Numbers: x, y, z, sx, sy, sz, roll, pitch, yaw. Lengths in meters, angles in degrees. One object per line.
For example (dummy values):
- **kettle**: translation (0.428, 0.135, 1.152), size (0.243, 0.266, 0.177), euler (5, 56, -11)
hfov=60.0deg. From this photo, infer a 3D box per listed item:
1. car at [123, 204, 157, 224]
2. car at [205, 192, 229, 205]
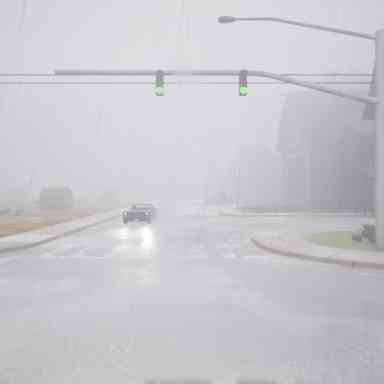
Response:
- **car**: translation (-3.686, 1.521, 24.065), size (1.895, 1.301, 4.718), euler (0, 0, 0)
- **car**: translation (3.930, 0.989, 52.682), size (1.905, 1.878, 3.866), euler (-8, 4, -42)
